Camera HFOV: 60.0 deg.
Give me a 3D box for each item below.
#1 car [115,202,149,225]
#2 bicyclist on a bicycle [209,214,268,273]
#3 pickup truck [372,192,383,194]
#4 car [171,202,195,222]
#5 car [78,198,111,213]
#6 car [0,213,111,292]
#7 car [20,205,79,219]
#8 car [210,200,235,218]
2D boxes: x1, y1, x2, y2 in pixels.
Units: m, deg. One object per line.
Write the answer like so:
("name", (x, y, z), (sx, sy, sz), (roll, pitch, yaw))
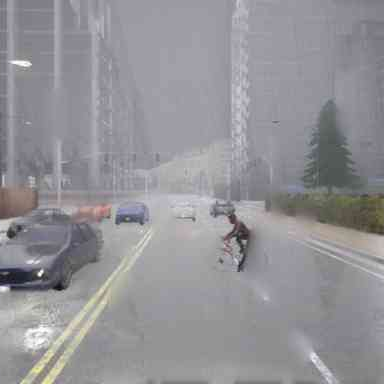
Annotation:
("car", (-4.223, 1.478, 24.044), (1.882, 1.535, 5.008), (0, 0, -1))
("bicyclist on a bicycle", (1.300, 1.452, 9.317), (1.656, 1.620, 0.582), (0, 0, -2))
("pickup truck", (39.556, 1.059, 69.008), (6.274, 2.098, 2.390), (0, 0, 28))
("car", (-0.699, 1.526, 26.566), (1.812, 1.442, 4.674), (0, 0, -2))
("car", (-7.767, 1.352, 26.074), (2.097, 1.767, 4.553), (0, 0, -2))
("car", (-3.838, 1.548, 9.280), (2.033, 1.411, 5.357), (0, 0, -2))
("car", (-7.566, 1.564, 17.000), (1.994, 1.385, 4.181), (0, 0, -1))
("car", (2.717, 1.492, 30.300), (2.128, 1.511, 4.902), (0, 0, -3))
